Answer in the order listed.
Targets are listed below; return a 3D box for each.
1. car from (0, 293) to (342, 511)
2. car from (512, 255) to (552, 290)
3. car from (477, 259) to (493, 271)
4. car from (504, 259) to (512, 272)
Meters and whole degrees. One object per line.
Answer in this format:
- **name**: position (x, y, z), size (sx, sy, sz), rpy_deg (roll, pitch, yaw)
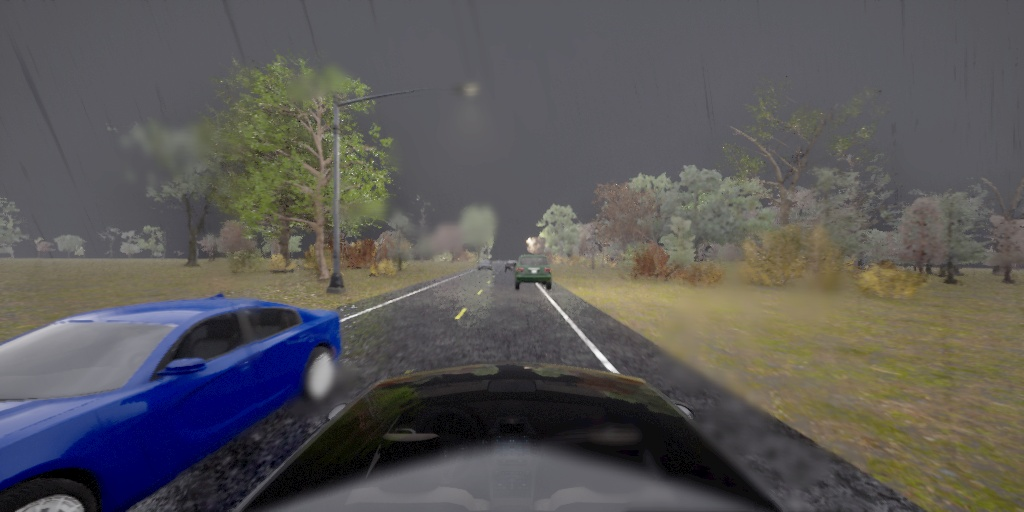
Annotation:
- **car**: position (-3.599, 1.225, 3.590), size (1.882, 1.535, 5.008), rpy_deg (0, 0, 0)
- **car**: position (1.227, 0.945, 22.558), size (2.150, 2.045, 5.566), rpy_deg (0, 0, 0)
- **car**: position (-3.553, 1.221, 48.065), size (1.837, 1.490, 4.892), rpy_deg (0, 0, 0)
- **car**: position (0.060, 1.192, 46.168), size (1.882, 1.535, 5.008), rpy_deg (0, 0, 0)
